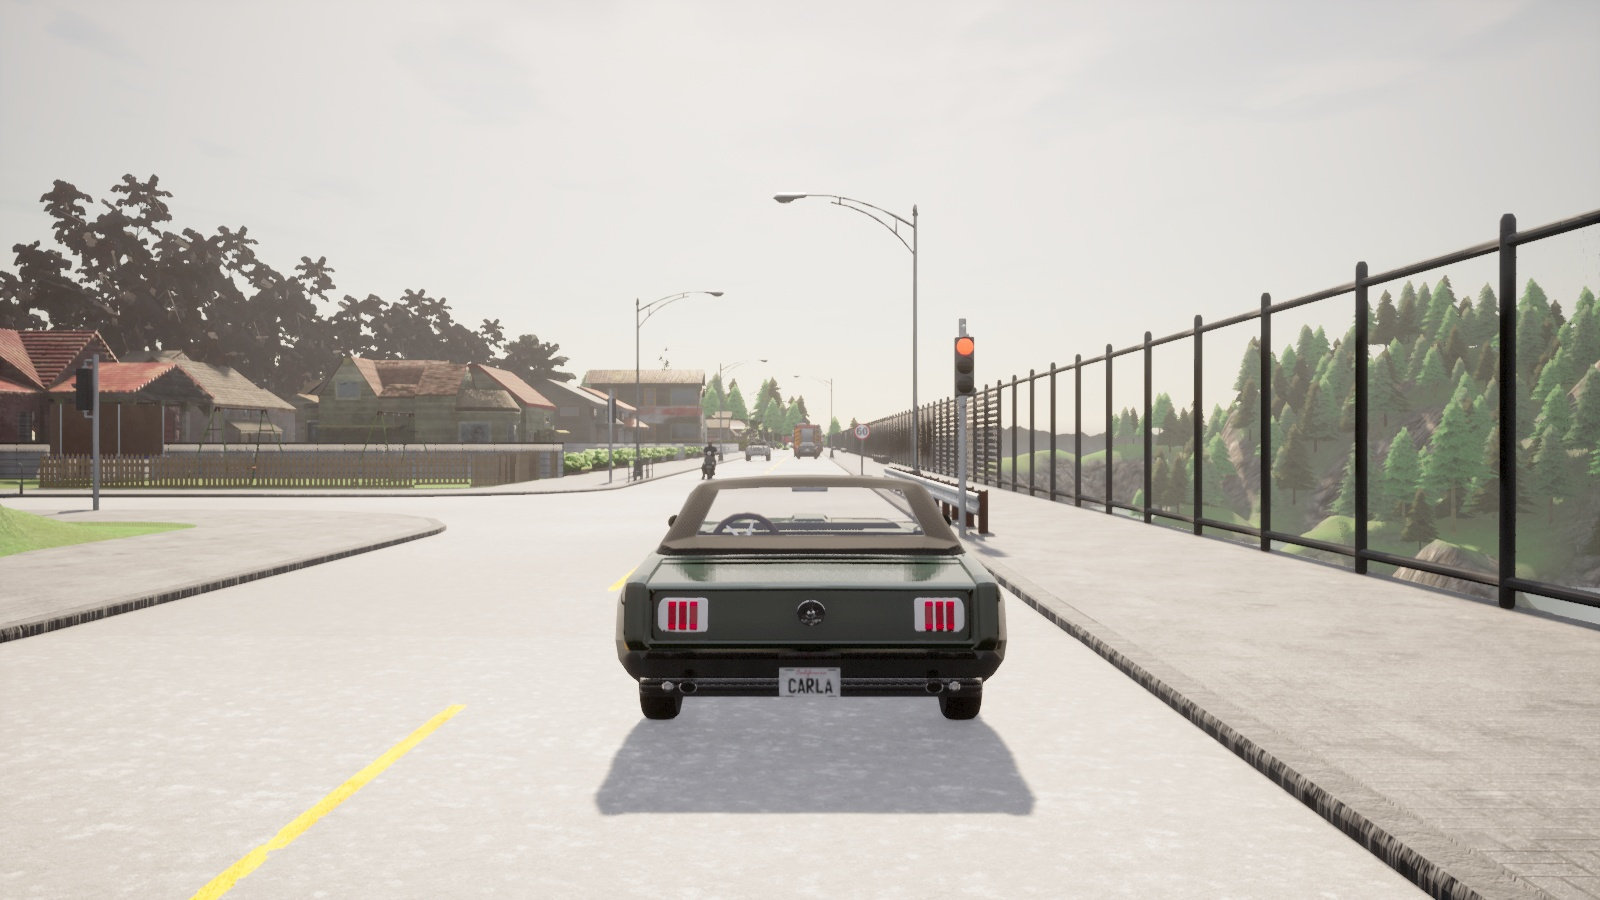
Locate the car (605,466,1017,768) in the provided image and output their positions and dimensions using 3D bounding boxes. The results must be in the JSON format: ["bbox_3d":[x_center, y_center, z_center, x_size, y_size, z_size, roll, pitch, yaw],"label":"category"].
[{"bbox_3d":[0.062,0.800,8.138,1.895,1.301,4.718,0,0,0],"label":"car"}]

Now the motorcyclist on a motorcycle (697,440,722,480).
[{"bbox_3d":[-3.688,0.402,51.439,0.866,1.590,1.817,0,0,0],"label":"motorcyclist on a motorcycle"}]
